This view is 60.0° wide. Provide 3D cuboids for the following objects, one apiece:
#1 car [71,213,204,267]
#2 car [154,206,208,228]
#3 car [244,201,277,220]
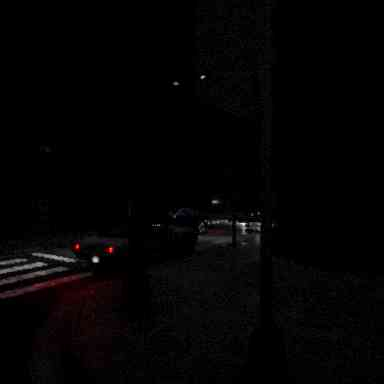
[{"bbox_3d":[-1.610,1.606,11.275,1.895,1.301,4.718,0,0,30],"label":"car"},{"bbox_3d":[-0.999,1.502,17.227,2.128,1.511,4.902,0,0,33],"label":"car"},{"bbox_3d":[5.932,1.495,27.111,1.837,1.490,4.892,0,0,35],"label":"car"}]
